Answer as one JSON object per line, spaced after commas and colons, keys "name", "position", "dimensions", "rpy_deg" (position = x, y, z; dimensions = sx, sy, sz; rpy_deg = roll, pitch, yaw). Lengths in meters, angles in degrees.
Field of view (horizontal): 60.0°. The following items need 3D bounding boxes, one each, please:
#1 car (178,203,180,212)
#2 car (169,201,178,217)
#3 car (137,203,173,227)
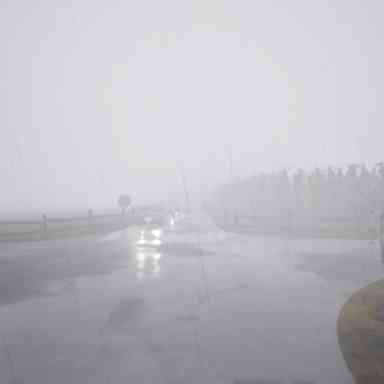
{"name": "car", "position": [-2.813, 2.154, 50.292], "dimensions": [2.128, 1.511, 4.902], "rpy_deg": [0, -1, 0]}
{"name": "car", "position": [-2.830, 2.007, 37.102], "dimensions": [1.812, 1.442, 4.674], "rpy_deg": [0, -1, 0]}
{"name": "car", "position": [-2.951, 1.825, 25.626], "dimensions": [2.128, 1.511, 4.902], "rpy_deg": [0, -1, 2]}
